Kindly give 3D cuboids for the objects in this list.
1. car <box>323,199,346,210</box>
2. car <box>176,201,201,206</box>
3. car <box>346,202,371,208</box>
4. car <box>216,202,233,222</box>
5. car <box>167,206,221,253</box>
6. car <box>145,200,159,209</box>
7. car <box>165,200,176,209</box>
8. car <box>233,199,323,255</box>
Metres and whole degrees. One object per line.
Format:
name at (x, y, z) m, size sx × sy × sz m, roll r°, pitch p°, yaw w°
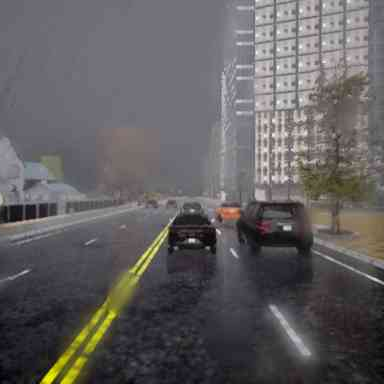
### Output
car at (23.018, 2.204, 56.881) m, size 5.009 × 1.841 × 2.192 m, roll 0°, pitch 1°, yaw 20°
car at (0.005, 1.623, 29.073) m, size 2.097 × 1.767 × 4.553 m, roll 0°, pitch -1°, yaw 0°
car at (31.052, 2.336, 62.334) m, size 4.403 × 1.369 × 2.008 m, roll 0°, pitch 1°, yaw 20°
car at (3.255, 1.623, 29.068) m, size 2.097 × 1.767 × 4.553 m, roll 0°, pitch -1°, yaw 0°
car at (0.009, 1.611, 14.470) m, size 1.882 × 1.535 × 5.008 m, roll 0°, pitch 0°, yaw 0°
car at (-6.499, 2.056, 54.309) m, size 1.812 × 1.442 × 4.674 m, roll 0°, pitch -1°, yaw 0°
car at (-3.249, 2.043, 54.384) m, size 1.837 × 1.490 × 4.892 m, roll 0°, pitch -1°, yaw 0°
car at (3.252, 1.346, 14.020) m, size 2.150 × 2.045 × 5.566 m, roll 0°, pitch 0°, yaw 0°
